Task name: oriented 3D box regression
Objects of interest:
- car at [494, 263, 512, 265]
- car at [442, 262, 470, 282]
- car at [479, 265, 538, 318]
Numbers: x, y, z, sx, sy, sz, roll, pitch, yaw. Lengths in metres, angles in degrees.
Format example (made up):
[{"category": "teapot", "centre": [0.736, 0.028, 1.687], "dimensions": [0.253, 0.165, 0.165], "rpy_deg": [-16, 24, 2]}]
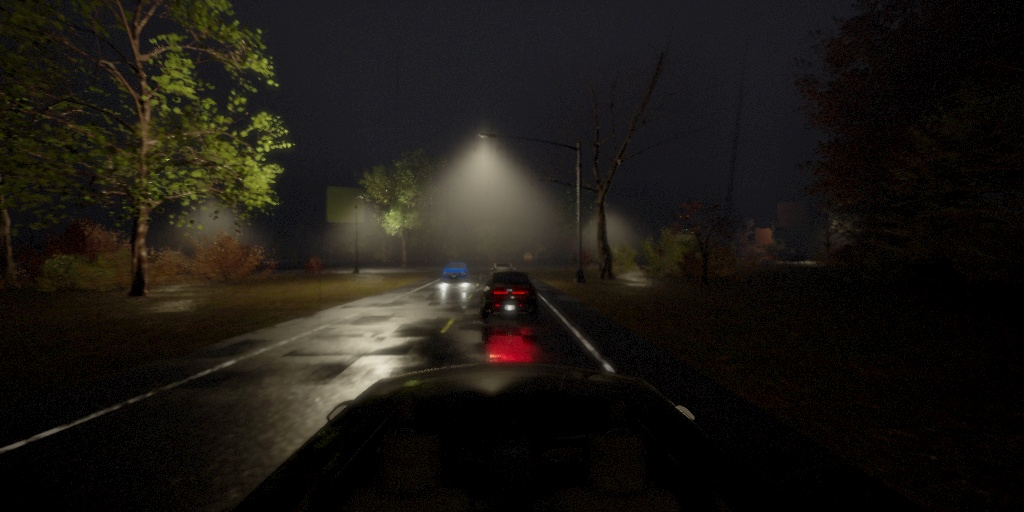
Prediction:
[{"category": "car", "centre": [-0.732, 1.268, 27.170], "dimensions": [1.837, 1.490, 4.892], "rpy_deg": [0, 0, -4]}, {"category": "car", "centre": [-4.534, 1.250, 29.486], "dimensions": [1.882, 1.535, 5.008], "rpy_deg": [0, 0, -3]}, {"category": "car", "centre": [-0.117, 1.263, 12.994], "dimensions": [1.837, 1.490, 4.892], "rpy_deg": [0, 0, -1]}]
